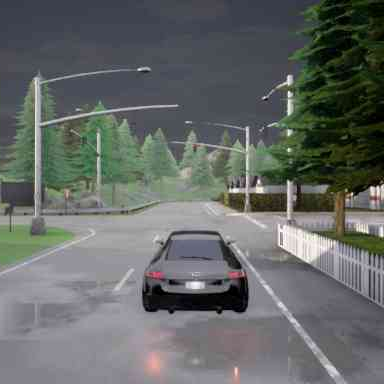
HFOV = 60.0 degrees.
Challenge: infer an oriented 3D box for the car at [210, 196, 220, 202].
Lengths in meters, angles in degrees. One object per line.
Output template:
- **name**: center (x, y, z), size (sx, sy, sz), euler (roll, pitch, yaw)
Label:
- **car**: center (6.703, 1.523, 72.905), size (5.357, 1.411, 2.033), euler (0, 0, -22)

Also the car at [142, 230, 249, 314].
- **car**: center (0.075, 1.564, 7.686), size (1.994, 1.385, 4.181), euler (0, 0, 1)
